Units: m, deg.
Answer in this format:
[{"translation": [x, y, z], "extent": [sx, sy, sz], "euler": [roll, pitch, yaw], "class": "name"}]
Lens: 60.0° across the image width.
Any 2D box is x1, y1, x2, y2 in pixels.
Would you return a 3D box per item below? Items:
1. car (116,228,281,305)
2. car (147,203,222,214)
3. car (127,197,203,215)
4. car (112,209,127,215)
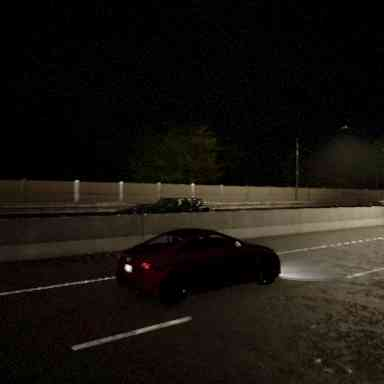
[{"translation": [0.276, 1.608, 8.249], "extent": [4.181, 1.385, 1.994], "euler": [1, 0, -36], "class": "car"}, {"translation": [-0.067, 1.618, 21.041], "extent": [4.892, 1.490, 1.837], "euler": [1, -1, -35], "class": "car"}, {"translation": [-1.498, 1.396, 24.313], "extent": [5.566, 2.045, 2.150], "euler": [1, 0, -36], "class": "car"}, {"translation": [-3.780, 1.659, 26.987], "extent": [5.357, 1.411, 2.033], "euler": [1, 0, -35], "class": "car"}]
